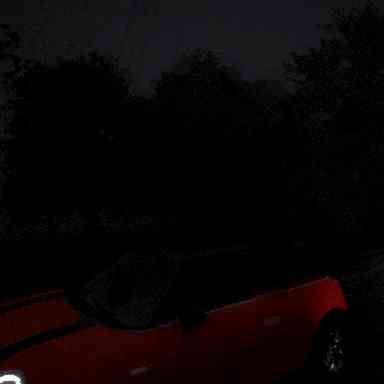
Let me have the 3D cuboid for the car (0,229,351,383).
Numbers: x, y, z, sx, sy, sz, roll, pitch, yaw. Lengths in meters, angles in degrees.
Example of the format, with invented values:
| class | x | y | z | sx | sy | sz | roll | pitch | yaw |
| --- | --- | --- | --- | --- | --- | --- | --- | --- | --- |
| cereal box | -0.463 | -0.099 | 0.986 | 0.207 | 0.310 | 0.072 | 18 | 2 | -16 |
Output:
| class | x | y | z | sx | sy | sz | roll | pitch | yaw |
| --- | --- | --- | --- | --- | --- | --- | --- | --- | --- |
| car | -0.208 | 1.365 | 3.846 | 4.553 | 1.767 | 2.097 | 0 | 0 | -35 |
